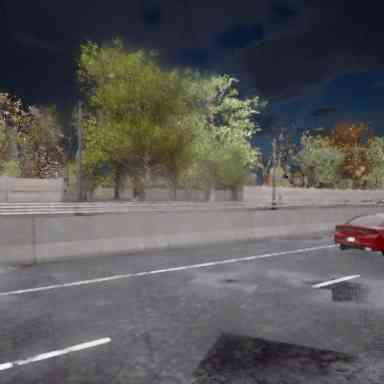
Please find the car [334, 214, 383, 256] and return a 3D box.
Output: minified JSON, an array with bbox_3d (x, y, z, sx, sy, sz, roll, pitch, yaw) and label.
[{"bbox_3d":[7.957,1.635,13.808,5.008,1.535,1.882,0,0,-35],"label":"car"}]
